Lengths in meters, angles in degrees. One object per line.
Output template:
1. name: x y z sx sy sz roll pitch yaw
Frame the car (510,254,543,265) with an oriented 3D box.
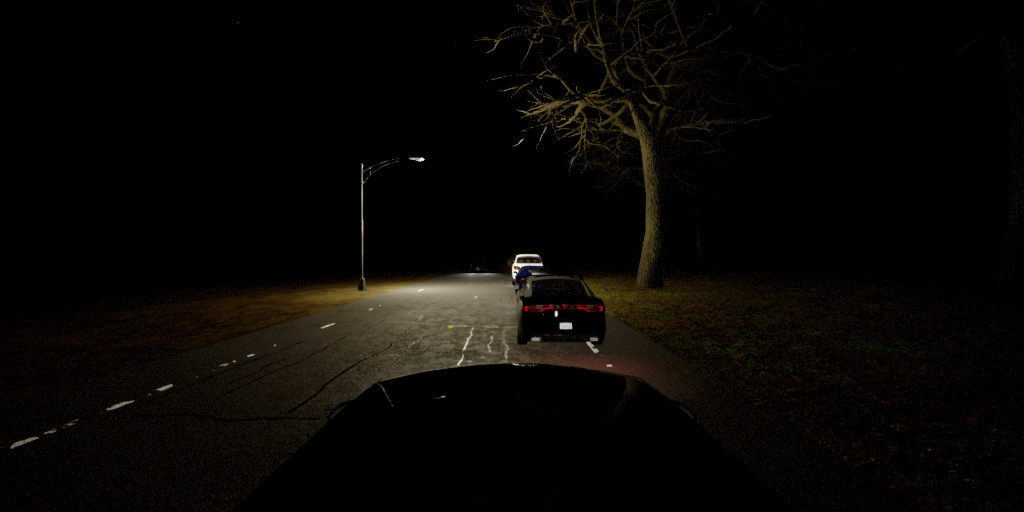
1. car: 1.089 0.909 25.549 2.150 2.045 5.566 0 0 0

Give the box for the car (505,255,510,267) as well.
1. car: 0.148 0.911 54.525 1.812 1.442 4.674 0 1 0

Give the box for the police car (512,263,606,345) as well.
1. police car: 1.063 1.164 9.628 1.930 1.638 5.238 0 0 0

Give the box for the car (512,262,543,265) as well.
1. car: 1.079 1.236 19.519 1.812 1.442 4.674 0 0 0

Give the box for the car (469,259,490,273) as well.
1. car: -3.539 1.079 39.690 1.837 1.490 4.892 0 1 0
